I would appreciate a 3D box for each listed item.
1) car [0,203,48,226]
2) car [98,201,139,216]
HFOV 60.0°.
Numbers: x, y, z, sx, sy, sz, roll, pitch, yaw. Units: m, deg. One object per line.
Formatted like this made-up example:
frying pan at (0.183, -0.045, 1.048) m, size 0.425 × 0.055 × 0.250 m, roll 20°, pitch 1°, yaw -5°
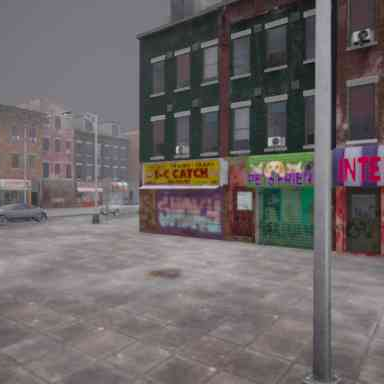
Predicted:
car at (-12.329, 1.499, 23.177) m, size 1.994 × 1.385 × 4.181 m, roll 0°, pitch 0°, yaw 35°
car at (-6.503, 1.483, 31.363) m, size 1.895 × 1.301 × 4.718 m, roll 0°, pitch 0°, yaw 36°
